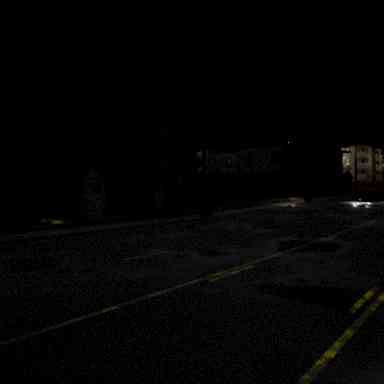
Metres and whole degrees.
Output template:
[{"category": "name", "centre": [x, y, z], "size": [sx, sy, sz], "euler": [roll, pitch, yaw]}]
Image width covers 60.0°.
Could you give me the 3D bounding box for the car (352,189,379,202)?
[{"category": "car", "centre": [20.813, 0.369, 39.697], "size": [2.033, 1.411, 5.357], "euler": [0, 2, 42]}]

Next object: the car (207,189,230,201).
[{"category": "car", "centre": [3.143, 0.388, 42.934], "size": [1.970, 1.475, 3.806], "euler": [0, 2, 41]}]
